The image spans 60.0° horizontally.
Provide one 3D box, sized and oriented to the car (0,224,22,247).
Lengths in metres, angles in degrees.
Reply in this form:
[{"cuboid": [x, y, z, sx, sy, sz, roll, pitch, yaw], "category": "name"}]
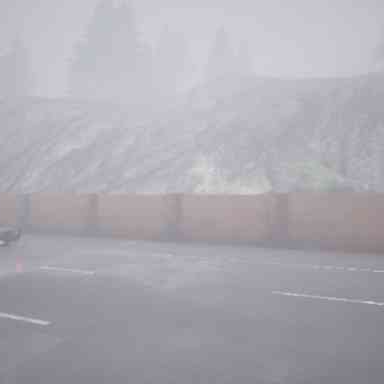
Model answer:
[{"cuboid": [-9.931, 1.802, 14.578, 4.718, 1.301, 1.895, 0, -1, 22], "category": "car"}]
